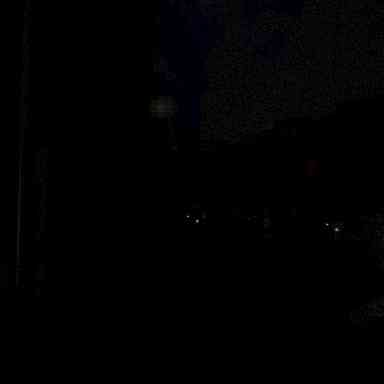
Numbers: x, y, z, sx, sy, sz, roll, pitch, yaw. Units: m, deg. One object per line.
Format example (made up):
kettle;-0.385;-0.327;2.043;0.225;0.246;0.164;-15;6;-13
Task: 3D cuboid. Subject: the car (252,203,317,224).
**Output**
car;7.755;1.764;28.480;2.033;1.411;5.357;2;-1;-33

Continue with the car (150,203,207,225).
car;-1.196;1.523;24.116;2.033;1.411;5.357;2;-1;-36

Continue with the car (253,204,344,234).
car;6.062;1.601;19.659;2.033;1.411;5.357;2;-1;-36
